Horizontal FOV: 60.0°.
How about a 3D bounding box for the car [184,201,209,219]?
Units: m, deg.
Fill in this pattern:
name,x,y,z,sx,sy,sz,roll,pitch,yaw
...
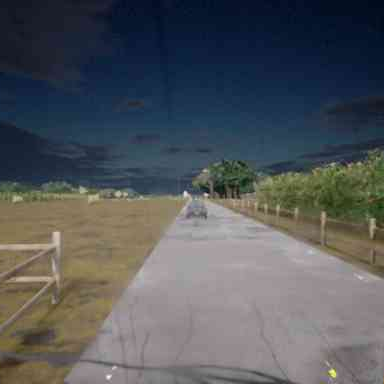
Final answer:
name,x,y,z,sx,sy,sz,roll,pitch,yaw
car,0.415,1.582,29.768,1.837,1.490,4.892,0,0,0
